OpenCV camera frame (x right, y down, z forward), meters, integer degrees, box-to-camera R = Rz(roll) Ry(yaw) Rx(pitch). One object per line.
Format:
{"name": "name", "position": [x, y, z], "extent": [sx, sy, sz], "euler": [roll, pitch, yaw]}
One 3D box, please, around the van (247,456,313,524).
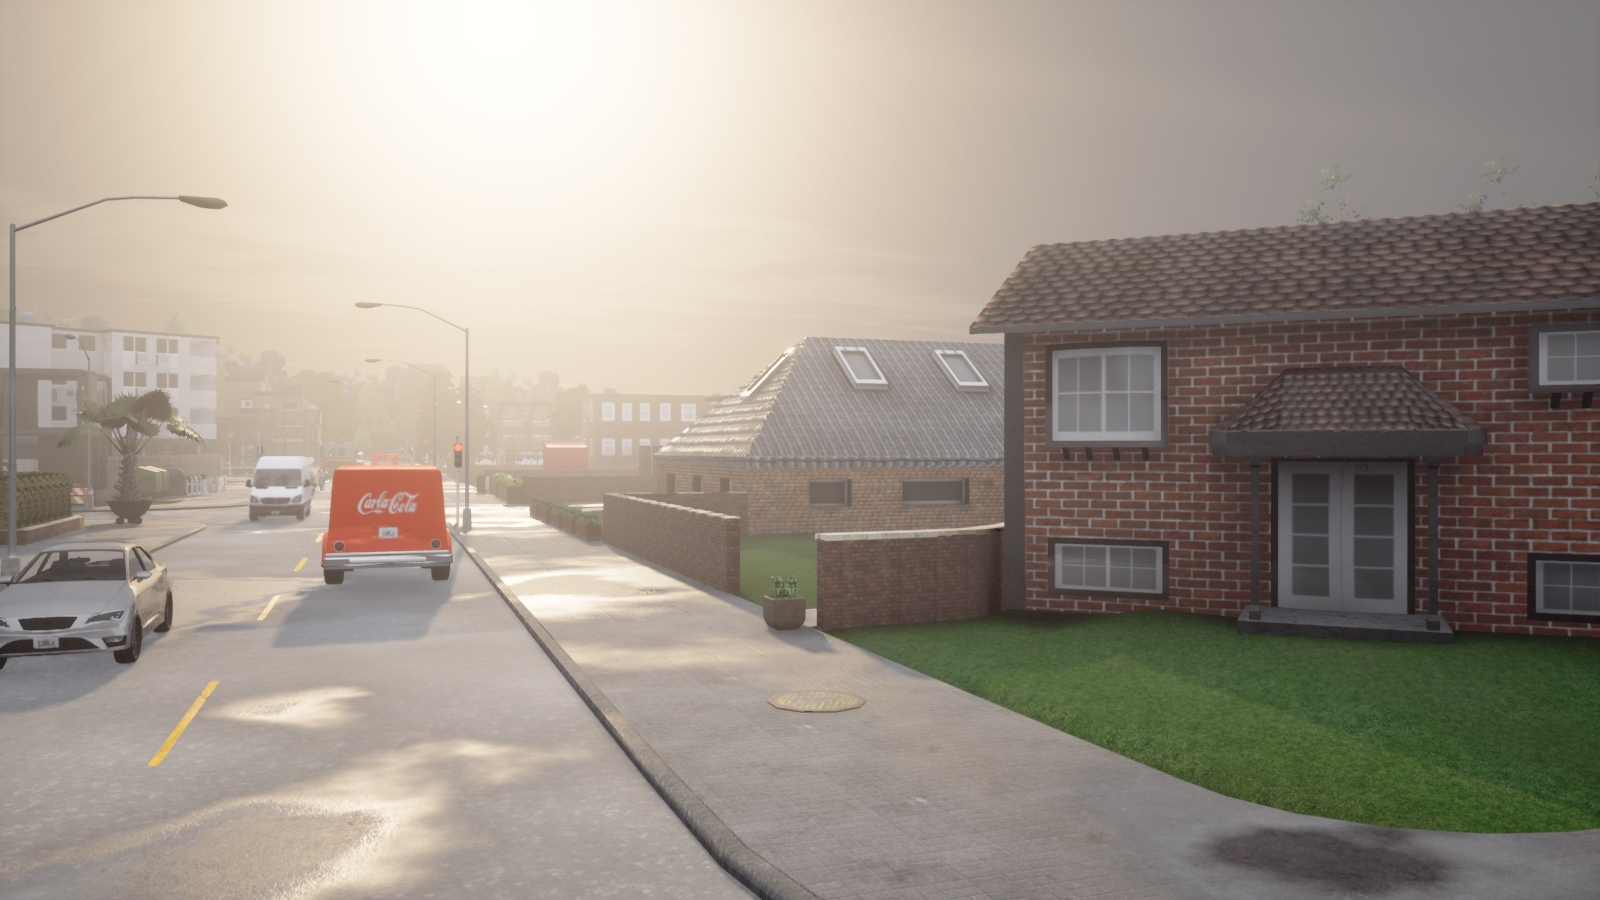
{"name": "van", "position": [-21.139, 1.533, 46.634], "extent": [1.988, 2.561, 5.915], "euler": [0, 0, -20]}

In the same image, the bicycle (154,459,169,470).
{"name": "bicycle", "position": [-90.526, 2.049, 162.074], "extent": [1.835, 1.471, 0.329], "euler": [0, 0, -20]}

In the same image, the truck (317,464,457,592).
{"name": "truck", "position": [-9.160, 1.565, 25.394], "extent": [2.627, 2.467, 5.204], "euler": [0, 0, -20]}

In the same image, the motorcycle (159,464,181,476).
{"name": "motorcycle", "position": [-68.945, 2.178, 125.064], "extent": [2.033, 1.199, 0.803], "euler": [0, 0, -20]}

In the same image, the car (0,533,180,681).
{"name": "car", "position": [-10.016, 2.064, 15.993], "extent": [1.816, 1.474, 4.193], "euler": [0, 0, -21]}

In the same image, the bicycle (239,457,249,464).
{"name": "bicycle", "position": [-109.373, 2.046, 224.851], "extent": [1.643, 1.496, 0.373], "euler": [0, 0, -20]}

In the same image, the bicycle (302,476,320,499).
{"name": "bicycle", "position": [-28.007, 2.157, 65.513], "extent": [0.859, 1.276, 1.487], "euler": [0, 0, -20]}
